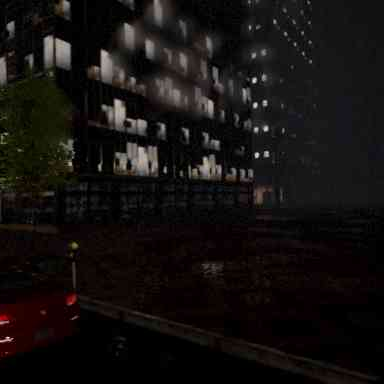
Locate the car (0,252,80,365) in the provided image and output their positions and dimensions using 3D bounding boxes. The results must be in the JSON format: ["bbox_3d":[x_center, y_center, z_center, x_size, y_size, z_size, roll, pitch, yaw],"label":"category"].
[{"bbox_3d":[-3.527,1.644,5.361,4.206,1.307,1.802,-1,-2,35],"label":"car"}]
